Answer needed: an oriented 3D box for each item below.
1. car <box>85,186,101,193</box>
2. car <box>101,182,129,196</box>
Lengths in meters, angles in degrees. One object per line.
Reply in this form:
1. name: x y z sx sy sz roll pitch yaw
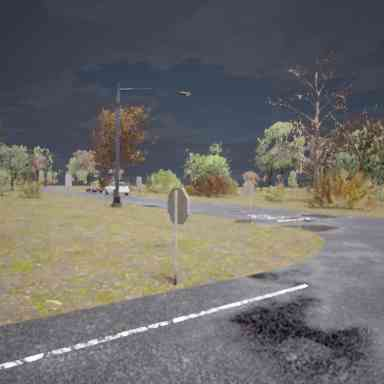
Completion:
1. car: -17.692 -0.454 59.848 1.895 1.301 4.718 0 2 -36
2. car: -11.615 -0.498 51.365 2.150 2.045 5.566 0 2 -36
